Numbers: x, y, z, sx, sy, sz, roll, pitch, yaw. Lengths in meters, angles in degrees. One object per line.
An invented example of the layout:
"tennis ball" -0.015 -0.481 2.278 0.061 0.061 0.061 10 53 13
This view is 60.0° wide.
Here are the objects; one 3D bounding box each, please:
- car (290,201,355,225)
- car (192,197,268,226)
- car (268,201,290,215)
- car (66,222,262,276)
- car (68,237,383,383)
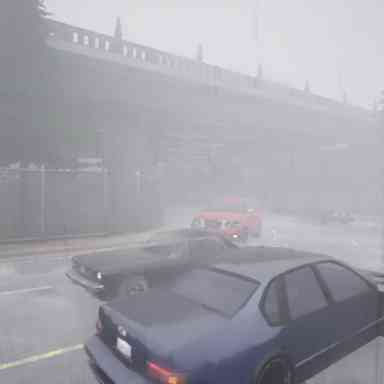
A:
"car" 9.793 1.632 25.004 2.033 1.411 5.357 0 0 -12
"car" 1.836 1.261 15.510 2.150 2.045 5.566 1 0 23
"car" 10.101 1.657 35.431 2.033 1.411 5.357 0 0 -22
"car" -0.415 1.616 7.939 4.718 1.301 1.895 0 0 -37
"car" 1.299 1.561 4.792 5.357 1.411 2.033 0 0 -38
